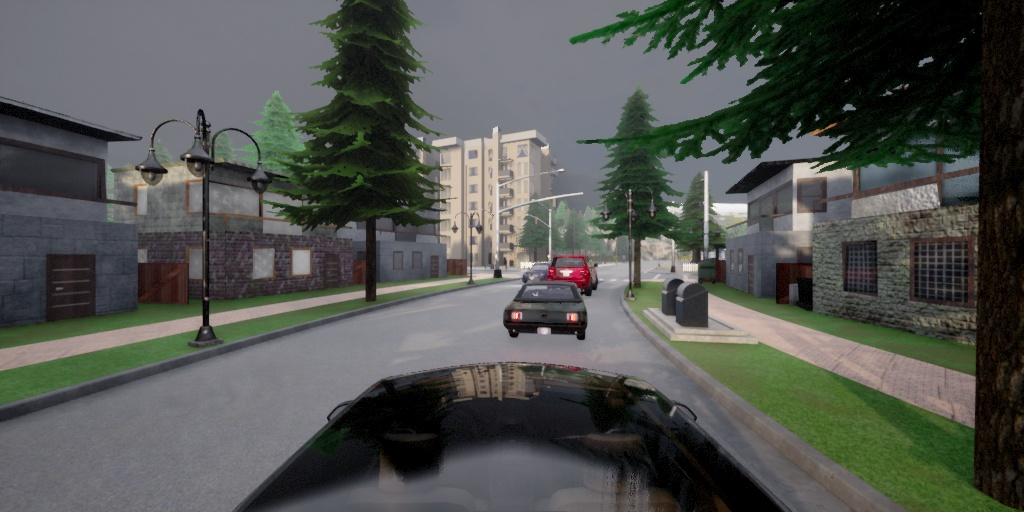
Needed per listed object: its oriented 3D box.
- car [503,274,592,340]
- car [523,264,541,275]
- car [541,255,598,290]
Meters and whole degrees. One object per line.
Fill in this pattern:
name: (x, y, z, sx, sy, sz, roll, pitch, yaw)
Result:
car: (1.076, 1.350, 10.025, 1.895, 1.301, 4.718, 0, 0, 9)
car: (2.326, 1.285, 27.098, 1.812, 1.442, 4.674, 0, 0, 24)
car: (3.379, 0.971, 19.519, 2.150, 2.045, 5.566, 0, 0, 18)
